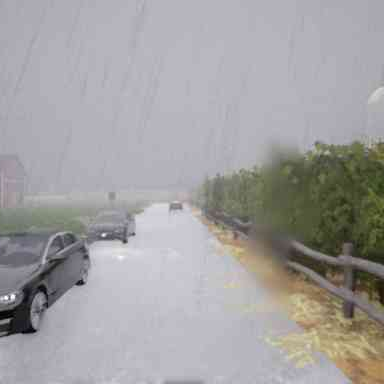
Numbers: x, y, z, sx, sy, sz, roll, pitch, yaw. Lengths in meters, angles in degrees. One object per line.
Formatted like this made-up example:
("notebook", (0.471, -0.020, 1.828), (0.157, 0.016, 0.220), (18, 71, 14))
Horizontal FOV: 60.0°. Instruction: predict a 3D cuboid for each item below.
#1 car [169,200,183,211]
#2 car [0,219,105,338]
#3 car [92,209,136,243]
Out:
("car", (-2.262, 1.889, 46.898), (1.882, 1.535, 5.008), (0, 0, -3))
("car", (-3.485, 1.564, 6.908), (2.128, 1.511, 4.902), (0, 0, -3))
("car", (-3.973, 1.665, 16.945), (1.837, 1.490, 4.892), (0, 0, -3))
